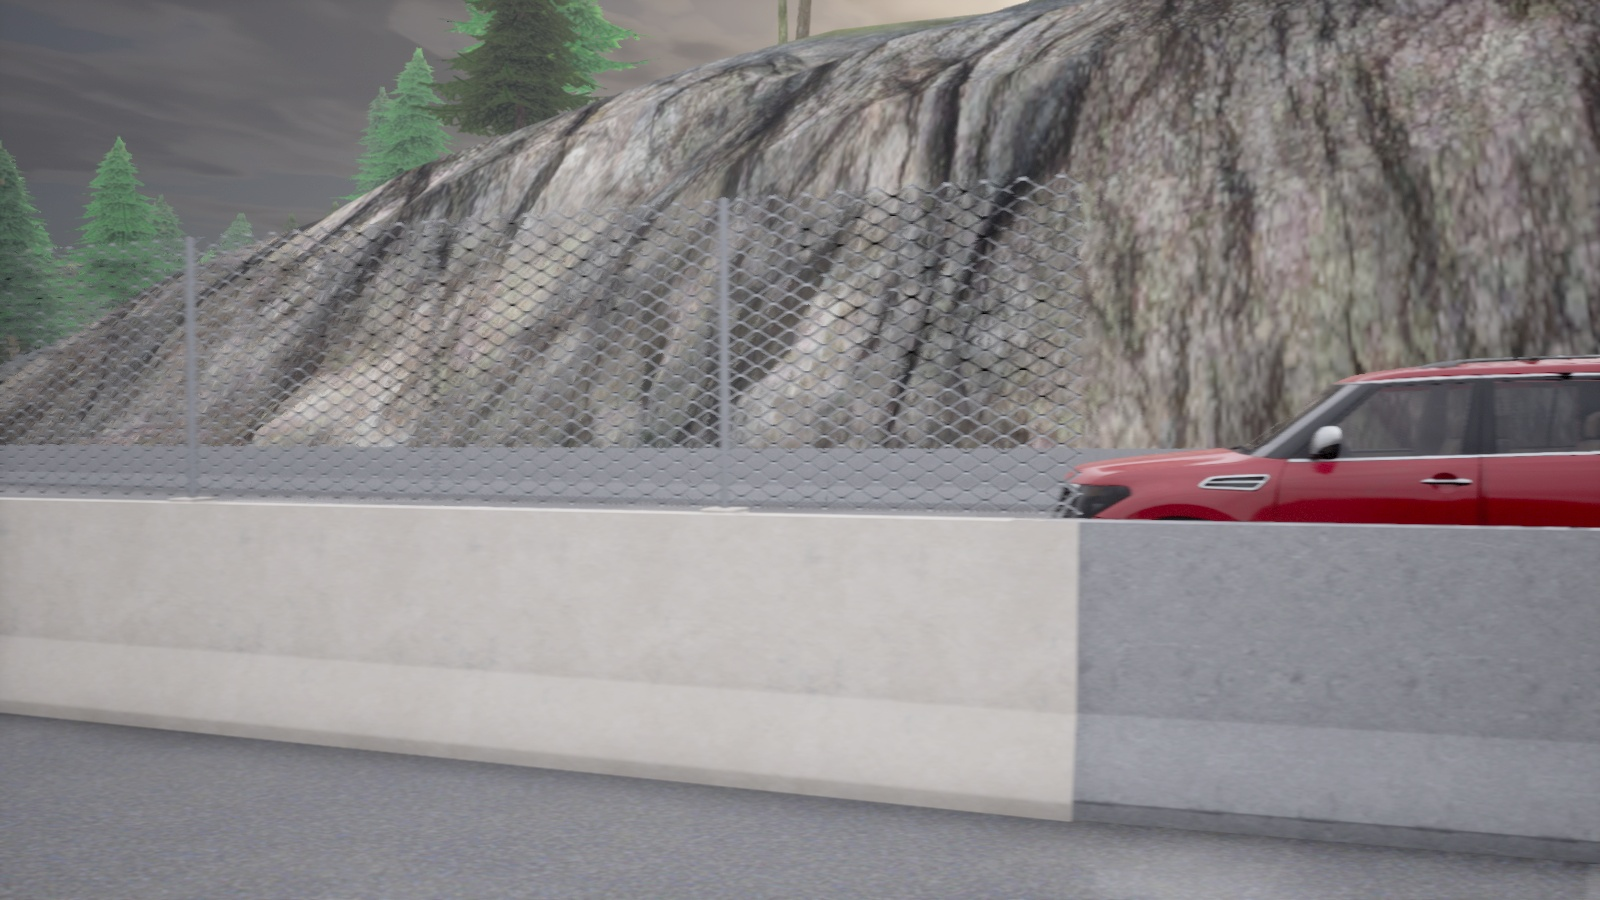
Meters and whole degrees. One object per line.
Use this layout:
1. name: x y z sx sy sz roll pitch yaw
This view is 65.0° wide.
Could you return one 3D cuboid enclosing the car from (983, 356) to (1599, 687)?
1. car: 4.289 0.418 9.112 5.566 2.045 2.150 1 1 18
